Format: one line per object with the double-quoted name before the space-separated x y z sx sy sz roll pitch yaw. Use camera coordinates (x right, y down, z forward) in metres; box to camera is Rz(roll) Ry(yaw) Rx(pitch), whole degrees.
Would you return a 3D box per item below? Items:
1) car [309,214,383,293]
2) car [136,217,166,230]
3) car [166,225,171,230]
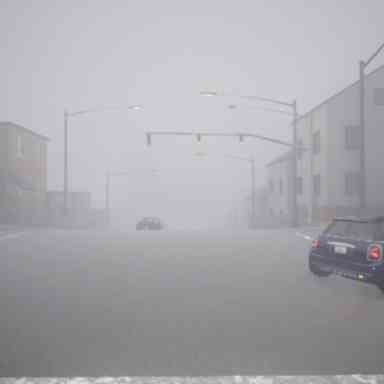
"car" 5.369 1.423 9.065 4.553 1.767 2.097 1 0 -31
"car" -3.573 2.823 28.627 1.895 1.301 4.718 0 -9 0
"car" -3.646 4.457 38.834 1.837 1.490 4.892 0 -13 -1
